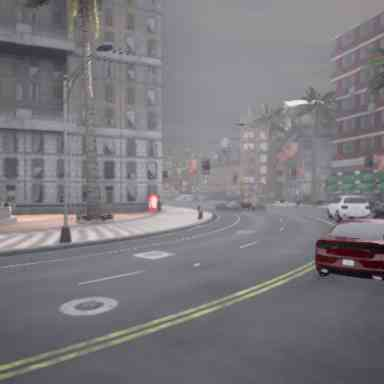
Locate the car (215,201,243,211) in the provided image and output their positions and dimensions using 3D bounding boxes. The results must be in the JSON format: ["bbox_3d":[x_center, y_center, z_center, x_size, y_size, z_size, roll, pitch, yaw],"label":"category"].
[{"bbox_3d":[4.788,1.863,45.698,1.895,1.301,4.718,0,0,-16],"label":"car"}]

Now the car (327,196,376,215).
[{"bbox_3d":[12.632,1.315,27.125,2.150,2.045,5.566,0,0,11],"label":"car"}]

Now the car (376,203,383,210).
[{"bbox_3d":[15.968,1.561,26.505,2.128,1.511,4.902,0,0,11],"label":"car"}]

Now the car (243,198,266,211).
[{"bbox_3d":[8.369,1.590,45.579,2.097,1.767,4.553,0,0,-14],"label":"car"}]

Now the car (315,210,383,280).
[{"bbox_3d":[5.200,1.509,9.772,1.882,1.535,5.008,-1,0,38],"label":"car"}]
